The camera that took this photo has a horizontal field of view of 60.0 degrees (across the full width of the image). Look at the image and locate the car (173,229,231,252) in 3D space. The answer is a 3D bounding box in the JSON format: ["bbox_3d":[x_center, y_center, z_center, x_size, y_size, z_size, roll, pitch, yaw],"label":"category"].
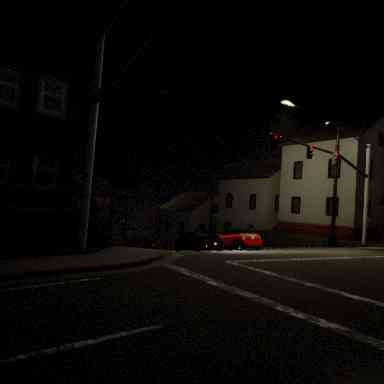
[{"bbox_3d":[0.406,3.530,23.629,1.994,1.385,4.181,6,-12,-35],"label":"car"}]

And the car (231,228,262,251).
[{"bbox_3d":[3.238,3.681,26.007,2.097,1.767,4.553,6,-12,-34],"label":"car"}]

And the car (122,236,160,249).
[{"bbox_3d":[-4.811,4.813,30.839,1.882,1.535,5.008,6,-15,-35],"label":"car"}]
